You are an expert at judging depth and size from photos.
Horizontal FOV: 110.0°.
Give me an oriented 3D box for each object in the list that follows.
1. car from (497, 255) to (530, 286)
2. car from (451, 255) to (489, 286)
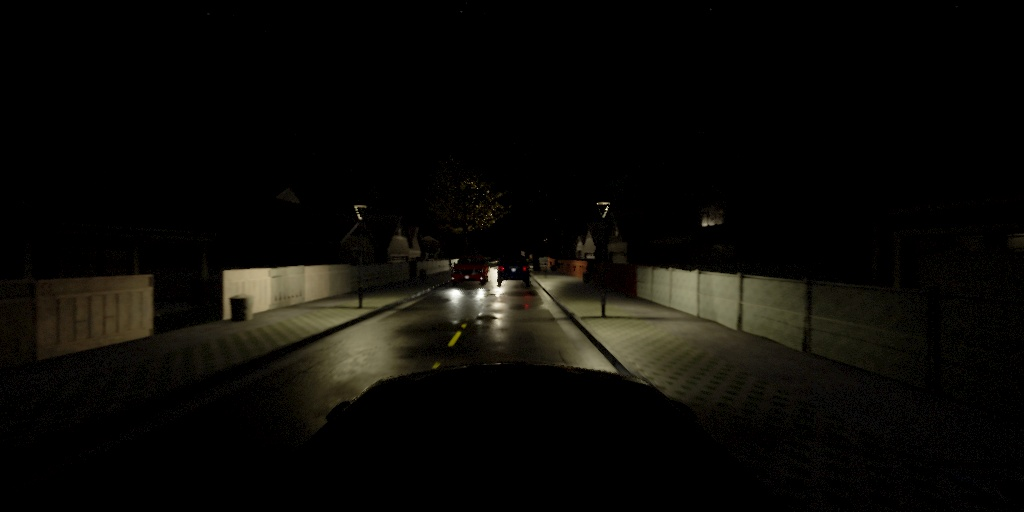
[{"bbox_3d":[0.101,0.969,25.196,2.150,2.045,5.566,0,0,0],"label":"car"},{"bbox_3d":[-2.836,0.969,25.369,2.150,2.045,5.566,0,0,0],"label":"car"}]
